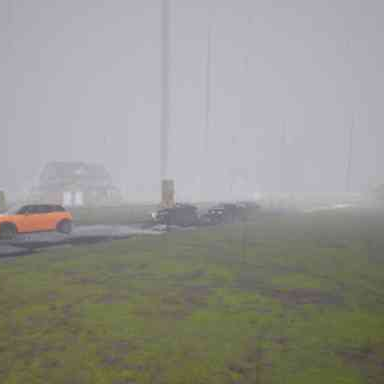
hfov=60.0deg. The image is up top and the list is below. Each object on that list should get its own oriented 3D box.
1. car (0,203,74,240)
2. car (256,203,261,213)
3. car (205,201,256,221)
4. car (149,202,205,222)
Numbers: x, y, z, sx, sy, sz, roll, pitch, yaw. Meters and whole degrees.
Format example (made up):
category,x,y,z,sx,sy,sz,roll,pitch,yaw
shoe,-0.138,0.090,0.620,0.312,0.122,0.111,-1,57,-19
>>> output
category,x,y,z,sx,sy,sz,roll,pitch,yaw
car,-8.662,1.388,17.432,2.097,1.767,4.553,0,0,39
car,5.978,1.683,37.244,2.033,1.411,5.357,0,0,36
car,3.127,1.649,28.274,2.033,1.411,5.357,0,0,36
car,-1.435,1.574,26.974,2.128,1.511,4.902,0,0,36
